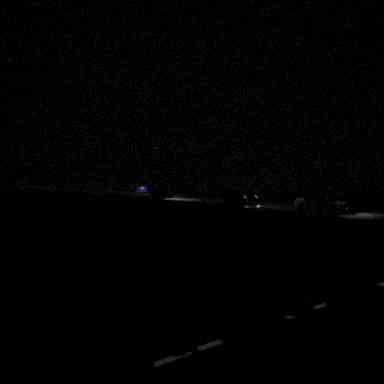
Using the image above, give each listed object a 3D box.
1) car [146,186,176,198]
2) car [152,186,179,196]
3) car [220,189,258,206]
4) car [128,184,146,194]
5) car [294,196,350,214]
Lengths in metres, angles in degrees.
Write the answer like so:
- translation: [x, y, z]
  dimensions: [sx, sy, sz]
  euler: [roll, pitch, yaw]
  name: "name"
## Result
- translation: [-4.360, 0.044, 49.685]
  dimensions: [2.128, 1.511, 4.902]
  euler: [-4, 4, -35]
  name: "car"
- translation: [-4.443, -0.234, 54.742]
  dimensions: [2.128, 1.511, 4.902]
  euler: [-4, 4, -35]
  name: "car"
- translation: [5.099, 0.435, 36.400]
  dimensions: [2.097, 1.767, 4.553]
  euler: [-4, 4, -36]
  name: "car"
- translation: [-10.419, -0.675, 62.996]
  dimensions: [2.097, 1.767, 4.553]
  euler: [-4, 4, -35]
  name: "car"
- translation: [10.932, 0.942, 28.257]
  dimensions: [1.812, 1.442, 4.674]
  euler: [-4, 4, -35]
  name: "car"
